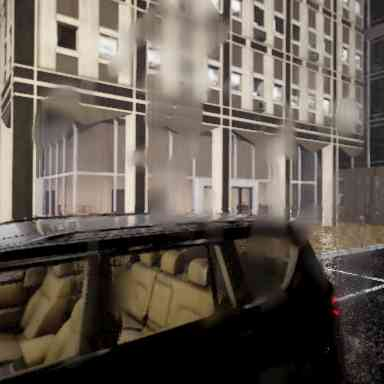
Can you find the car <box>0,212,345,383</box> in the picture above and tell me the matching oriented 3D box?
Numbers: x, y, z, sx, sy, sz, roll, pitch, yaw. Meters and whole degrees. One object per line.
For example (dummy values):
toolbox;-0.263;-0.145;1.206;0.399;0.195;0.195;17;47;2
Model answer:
car;-1.127;1.236;2.520;5.566;2.045;2.150;1;-1;-35
